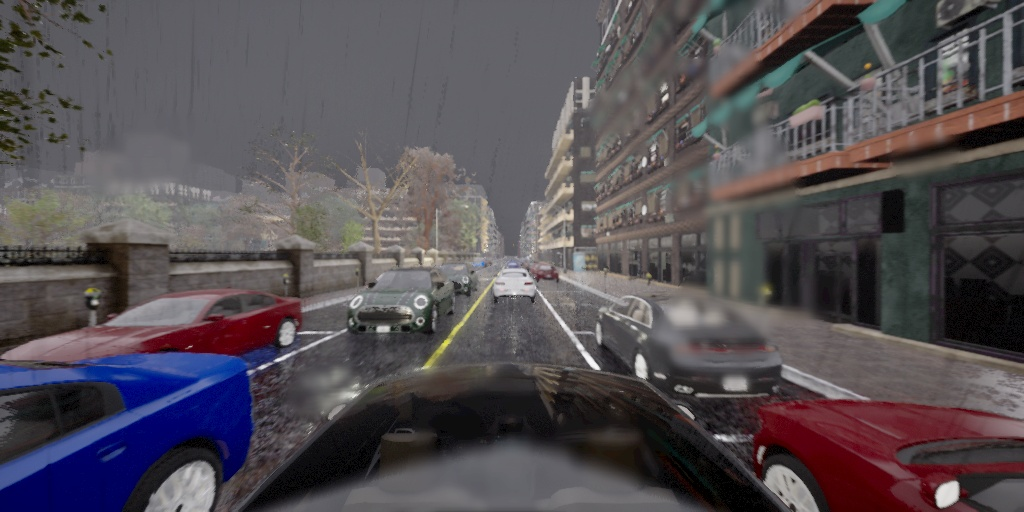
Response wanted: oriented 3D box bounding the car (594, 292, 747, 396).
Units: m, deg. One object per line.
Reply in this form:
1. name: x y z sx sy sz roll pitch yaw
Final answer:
1. car: 2.692 1.308 6.476 2.007 1.370 4.403 0 0 0

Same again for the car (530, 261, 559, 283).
1. car: 2.698 1.338 28.616 1.888 1.381 4.507 0 0 0

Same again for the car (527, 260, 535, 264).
1. car: 2.700 1.349 34.151 1.888 1.381 4.507 0 0 0

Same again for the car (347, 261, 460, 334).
1. car: -2.998 1.116 10.611 2.097 1.767 4.553 0 0 0

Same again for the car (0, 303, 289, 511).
1. car: -3.090 1.227 0.905 1.882 1.535 5.008 0 0 0

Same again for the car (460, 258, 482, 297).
1. car: -3.003 1.129 19.079 2.097 1.767 4.553 0 0 0

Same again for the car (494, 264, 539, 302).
1. car: 0.105 1.300 17.104 1.812 1.442 4.674 0 0 0

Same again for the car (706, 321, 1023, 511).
1. car: 2.690 1.294 0.940 1.888 1.381 4.507 0 0 0

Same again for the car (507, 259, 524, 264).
1. car: 0.111 1.342 40.777 1.812 1.442 4.674 0 0 0

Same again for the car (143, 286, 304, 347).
1. car: -5.689 1.303 6.477 1.888 1.381 4.507 0 0 0

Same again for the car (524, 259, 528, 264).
1. car: 2.702 1.391 45.222 1.948 1.339 4.313 0 0 0

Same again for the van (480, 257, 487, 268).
1. van: -5.673 1.200 61.827 1.690 1.789 3.998 0 0 0
